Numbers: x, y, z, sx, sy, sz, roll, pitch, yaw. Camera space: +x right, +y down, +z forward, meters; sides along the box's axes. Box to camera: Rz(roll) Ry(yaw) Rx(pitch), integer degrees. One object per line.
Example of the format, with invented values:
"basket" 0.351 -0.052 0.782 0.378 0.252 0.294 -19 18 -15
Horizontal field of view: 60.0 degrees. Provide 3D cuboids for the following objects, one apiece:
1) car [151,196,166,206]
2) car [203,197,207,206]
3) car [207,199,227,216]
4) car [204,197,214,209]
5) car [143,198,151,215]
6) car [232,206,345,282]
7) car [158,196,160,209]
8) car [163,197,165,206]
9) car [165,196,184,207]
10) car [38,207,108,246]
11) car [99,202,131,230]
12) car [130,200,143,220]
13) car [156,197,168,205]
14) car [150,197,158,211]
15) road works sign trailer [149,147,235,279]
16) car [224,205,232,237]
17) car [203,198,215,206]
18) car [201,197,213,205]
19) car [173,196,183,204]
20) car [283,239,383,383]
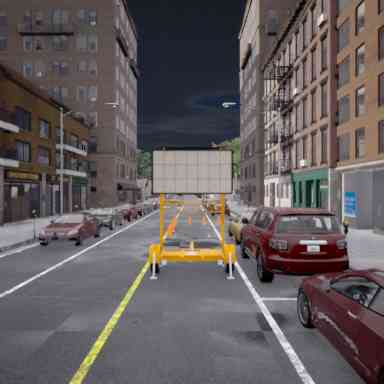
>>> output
"car" -5.345 1.451 53.775 1.967 1.590 4.097 0 0 0
"car" 2.671 1.528 42.905 1.752 1.417 4.829 0 0 0
"car" 2.663 1.581 31.698 1.802 1.307 4.206 0 0 0
"car" 2.667 1.582 37.216 1.802 1.307 4.206 0 0 0
"car" -5.362 1.565 31.701 1.947 1.339 4.313 0 0 0
"car" 2.645 1.314 9.625 2.192 1.841 5.009 0 0 0
"car" -5.354 1.443 42.738 1.967 1.590 4.097 0 0 0
"car" -5.350 1.532 48.086 1.752 1.417 4.829 0 0 0
"car" -2.797 1.360 50.507 2.097 1.767 4.553 0 0 0
"car" -5.375 1.581 15.144 1.802 1.307 4.206 0 0 0
"car" -5.371 1.550 20.663 2.008 1.369 4.403 0 0 0
"car" -5.367 1.543 26.182 1.887 1.381 4.507 0 0 0
"car" -5.341 1.597 59.294 1.802 1.307 4.206 0 0 0
"car" -5.358 1.551 37.219 2.008 1.369 4.403 0 0 0
"road works sign trailer" 0.008 0.464 9.995 2.380 3.560 2.880 0 0 0
"car" 2.645 1.524 15.311 1.752 1.417 4.829 0 0 0
"car" 2.680 1.593 53.771 1.802 1.307 4.206 0 0 0
"car" 2.685 1.581 59.289 1.947 1.339 4.313 0 0 0
"car" -2.698 1.528 64.998 1.837 1.490 4.892 0 0 0
"car" 2.641 1.582 4.107 1.802 1.307 4.206 0 0 0
